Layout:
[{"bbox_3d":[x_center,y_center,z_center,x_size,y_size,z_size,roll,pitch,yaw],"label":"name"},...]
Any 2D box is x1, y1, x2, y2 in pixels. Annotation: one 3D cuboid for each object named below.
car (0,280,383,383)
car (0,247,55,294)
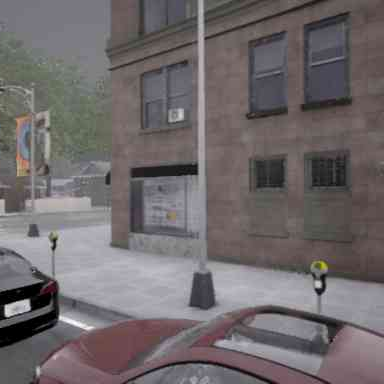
[{"bbox_3d":[0.459,1.588,2.481,4.206,1.307,1.802,0,0,36],"label":"car"},{"bbox_3d":[-4.030,1.611,5.691,4.313,1.339,1.947,0,0,36],"label":"car"}]
